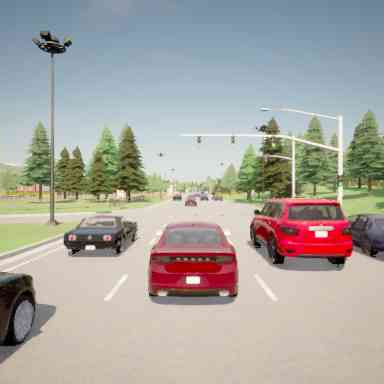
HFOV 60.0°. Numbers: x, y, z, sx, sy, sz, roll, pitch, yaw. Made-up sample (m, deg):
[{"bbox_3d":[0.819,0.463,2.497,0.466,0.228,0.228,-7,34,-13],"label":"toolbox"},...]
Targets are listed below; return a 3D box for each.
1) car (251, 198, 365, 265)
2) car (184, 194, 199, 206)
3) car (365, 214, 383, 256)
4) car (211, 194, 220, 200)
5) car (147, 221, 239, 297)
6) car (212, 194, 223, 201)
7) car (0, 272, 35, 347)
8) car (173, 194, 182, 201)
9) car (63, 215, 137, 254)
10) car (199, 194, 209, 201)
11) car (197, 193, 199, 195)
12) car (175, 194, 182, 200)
[{"bbox_3d":[3.540,1.224,11.769,2.150,2.045,5.566,0,0,0],"label":"car"},{"bbox_3d":[-0.184,1.525,53.230,1.812,1.442,4.674,0,0,0],"label":"car"},{"bbox_3d":[7.040,1.548,13.001,2.033,1.411,5.357,0,0,0],"label":"car"},{"bbox_3d":[6.673,1.372,94.287,2.033,1.411,5.357,0,0,0],"label":"car"},{"bbox_3d":[0.033,1.478,8.628,1.882,1.535,5.008,0,0,0],"label":"car"},{"bbox_3d":[6.709,1.517,83.867,2.128,1.511,4.902,0,0,0],"label":"car"},{"bbox_3d":[-3.409,1.478,3.302,1.882,1.535,5.008,0,0,0],"label":"car"},{"bbox_3d":[-3.791,1.469,83.831,1.882,1.535,5.008,0,0,0],"label":"car"},{"bbox_3d":[-3.459,1.601,13.546,1.895,1.301,4.718,0,0,0],"label":"car"},{"bbox_3d":[3.208,1.516,84.272,1.812,1.442,4.674,0,0,0],"label":"car"},{"bbox_3d":[3.173,1.357,94.275,2.128,1.511,4.902,0,0,0],"label":"car"},{"bbox_3d":[-3.827,1.310,94.250,1.882,1.535,5.008,0,0,0],"label":"car"}]
